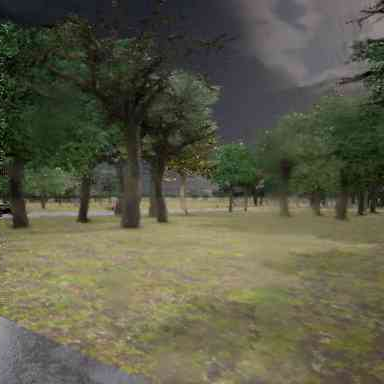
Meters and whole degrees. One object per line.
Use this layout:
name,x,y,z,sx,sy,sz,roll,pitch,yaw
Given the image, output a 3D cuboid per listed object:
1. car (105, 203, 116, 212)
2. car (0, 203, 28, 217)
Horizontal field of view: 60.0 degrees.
car,-18.135,3.615,79.286,2.150,2.045,5.566,0,-2,36
car,-28.868,2.826,52.413,2.150,2.045,5.566,0,-2,36
